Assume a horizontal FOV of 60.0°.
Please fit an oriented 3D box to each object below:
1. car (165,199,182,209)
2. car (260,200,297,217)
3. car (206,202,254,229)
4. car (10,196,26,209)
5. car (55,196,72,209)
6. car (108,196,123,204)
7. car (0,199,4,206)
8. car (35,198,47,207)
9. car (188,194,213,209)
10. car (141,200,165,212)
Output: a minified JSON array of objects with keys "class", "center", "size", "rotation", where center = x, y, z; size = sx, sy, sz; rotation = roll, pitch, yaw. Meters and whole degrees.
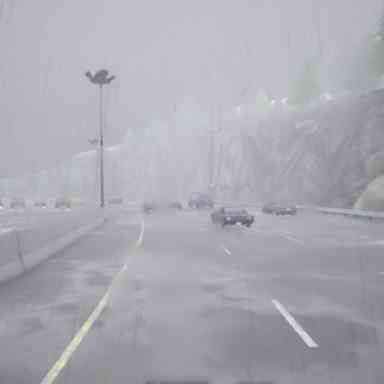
[{"class":"car","center":[-2.831,1.668,45.933],"size":[1.895,1.301,4.718],"rotation":[-1,0,-17]},{"class":"car","center":[7.853,1.452,30.480],"size":[1.994,1.385,4.181],"rotation":[-1,0,-11]},{"class":"car","center":[2.423,1.572,21.611],"size":[1.895,1.301,4.718],"rotation":[-1,0,-8]},{"class":"car","center":[-29.898,1.768,57.302],"size":[2.150,2.045,5.566],"rotation":[-1,0,-25]},{"class":"car","center":[-20.520,1.585,53.094],"size":[2.150,2.045,5.566],"rotation":[-1,0,-21]},{"class":"car","center":[-15.629,1.556,68.002],"size":[2.097,1.767,4.553],"rotation":[-1,0,-27]},{"class":"car","center":[-38.280,2.100,65.934],"size":[1.895,1.301,4.718],"rotation":[-1,0,-29]},{"class":"car","center":[-27.405,1.934,60.202],"size":[1.882,1.535,5.008],"rotation":[-1,0,-25]},{"class":"car","center":[1.116,1.225,44.656],"size":[2.150,2.045,5.566],"rotation":[0,0,-17]},{"class":"car","center":[-4.978,1.646,39.815],"size":[2.033,1.411,5.357],"rotation":[-1,0,-15]}]
